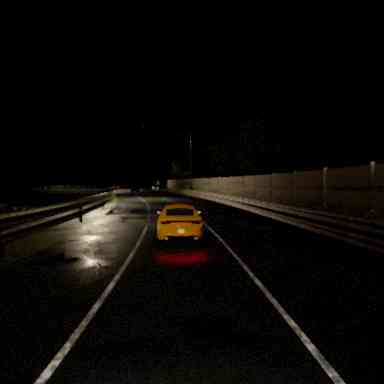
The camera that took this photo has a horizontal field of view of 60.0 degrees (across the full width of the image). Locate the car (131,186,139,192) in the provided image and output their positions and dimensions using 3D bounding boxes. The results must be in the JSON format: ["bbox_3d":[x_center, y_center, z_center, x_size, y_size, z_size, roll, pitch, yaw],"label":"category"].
[{"bbox_3d":[-14.157,-0.679,82.756,1.837,1.490,4.892,0,2,-12],"label":"car"}]

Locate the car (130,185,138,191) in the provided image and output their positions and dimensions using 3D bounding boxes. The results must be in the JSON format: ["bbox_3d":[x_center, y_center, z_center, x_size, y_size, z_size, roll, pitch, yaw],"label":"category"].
[{"bbox_3d":[-16.114,-1.034,92.882,2.128,1.511,4.902,0,2,-9],"label":"car"}]

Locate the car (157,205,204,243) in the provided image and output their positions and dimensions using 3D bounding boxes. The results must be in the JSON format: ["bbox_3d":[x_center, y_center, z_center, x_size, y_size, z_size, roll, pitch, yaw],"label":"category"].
[{"bbox_3d":[-0.594,1.317,15.295,1.882,1.535,5.008,0,1,-4],"label":"car"}]
